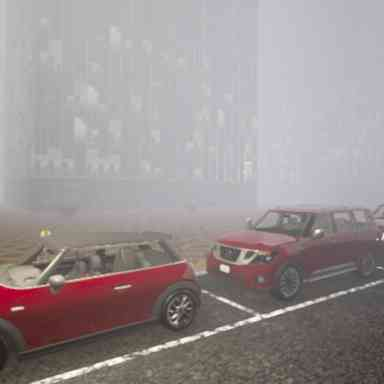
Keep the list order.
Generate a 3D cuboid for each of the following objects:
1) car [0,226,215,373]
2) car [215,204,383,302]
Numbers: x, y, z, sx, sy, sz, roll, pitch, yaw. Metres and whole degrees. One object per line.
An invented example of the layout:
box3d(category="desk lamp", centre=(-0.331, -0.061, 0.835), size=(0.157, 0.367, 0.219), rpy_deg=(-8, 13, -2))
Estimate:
box3d(category="car", centre=(-1.912, 1.413, 5.184), size=(4.097, 1.590, 1.967), rpy_deg=(0, 1, -34))
box3d(category="car", centre=(2.773, 1.270, 8.336), size=(5.009, 1.841, 2.192), rpy_deg=(0, 1, -34))
